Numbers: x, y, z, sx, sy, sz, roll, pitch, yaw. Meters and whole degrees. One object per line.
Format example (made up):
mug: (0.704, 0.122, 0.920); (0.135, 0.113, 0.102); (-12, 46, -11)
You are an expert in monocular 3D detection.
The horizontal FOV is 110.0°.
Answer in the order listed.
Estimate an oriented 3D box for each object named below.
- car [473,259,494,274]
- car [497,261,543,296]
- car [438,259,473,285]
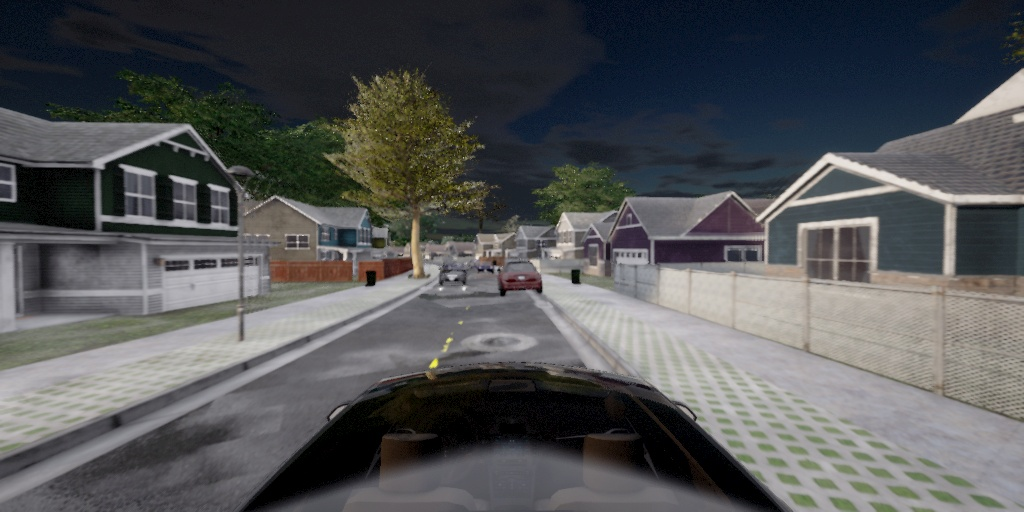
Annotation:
car: (-3.092, 1.270, 40.230); (1.895, 1.301, 4.718); (0, 0, -8)
car: (0.313, 1.033, 19.060); (2.097, 1.767, 4.553); (-2, 0, -4)
car: (-4.068, 1.198, 25.356); (2.128, 1.511, 4.902); (0, 0, -6)
